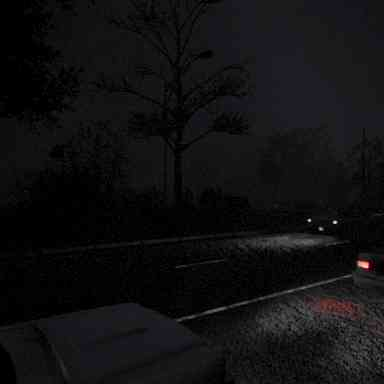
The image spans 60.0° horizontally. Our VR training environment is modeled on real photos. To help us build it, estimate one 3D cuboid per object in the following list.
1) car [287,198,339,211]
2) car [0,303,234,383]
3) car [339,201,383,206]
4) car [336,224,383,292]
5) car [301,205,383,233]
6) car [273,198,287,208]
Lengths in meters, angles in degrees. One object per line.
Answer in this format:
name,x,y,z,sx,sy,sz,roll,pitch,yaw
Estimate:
car,13.416,1.503,37.152,1.837,1.490,4.892,0,0,-28
car,-1.953,1.601,2.318,4.718,1.301,1.895,0,0,-35
car,18.112,1.596,35.948,1.895,1.301,4.718,0,0,-30
car,5.934,1.546,7.808,5.357,1.411,2.033,0,0,-35
car,8.416,1.598,18.443,4.718,1.301,1.895,0,0,-37
car,13.090,1.509,45.179,2.128,1.511,4.902,0,0,-27
